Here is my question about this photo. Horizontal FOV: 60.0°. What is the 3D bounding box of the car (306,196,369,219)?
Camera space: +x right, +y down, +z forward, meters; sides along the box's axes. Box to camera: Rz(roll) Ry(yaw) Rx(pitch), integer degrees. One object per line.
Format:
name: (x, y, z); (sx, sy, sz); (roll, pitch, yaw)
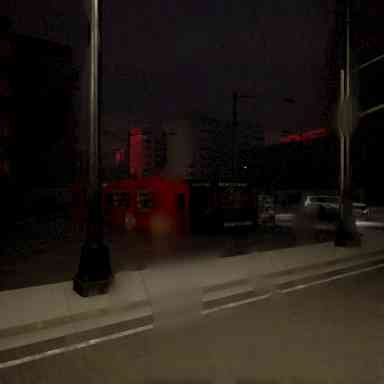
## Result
car: (12.785, 1.335, 29.932); (2.150, 2.045, 5.566); (0, -1, -36)

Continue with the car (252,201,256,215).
car: (5.385, 1.682, 34.184); (1.882, 1.535, 5.008); (0, -1, -36)

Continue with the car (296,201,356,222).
car: (10.565, 1.664, 27.023); (1.994, 1.385, 4.181); (0, -1, -36)
